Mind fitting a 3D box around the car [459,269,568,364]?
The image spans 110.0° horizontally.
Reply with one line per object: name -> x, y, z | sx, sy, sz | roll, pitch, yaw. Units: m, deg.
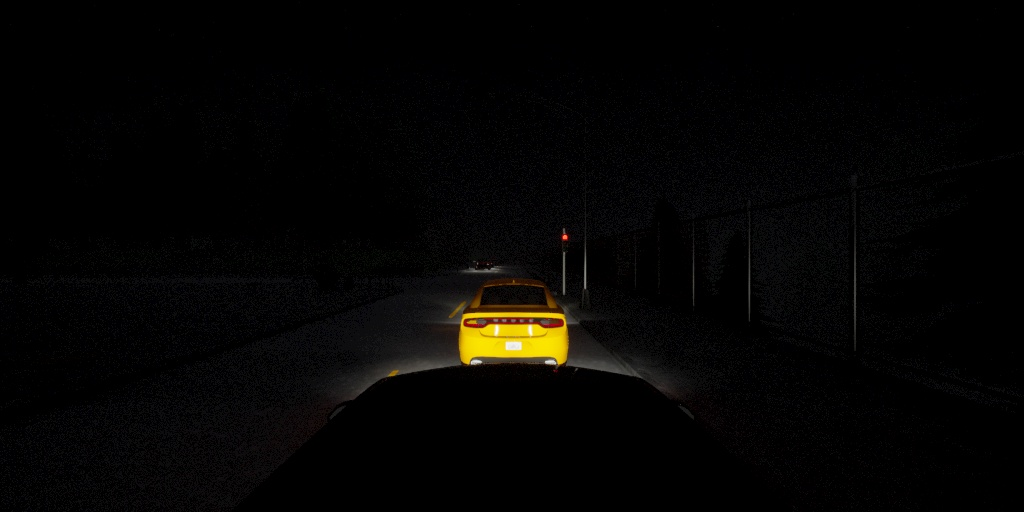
car -> 0.043, 1.228, 7.979 | 1.882, 1.535, 5.008 | 0, 0, 0

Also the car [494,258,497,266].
car -> -4.108, 1.351, 62.224 | 1.895, 1.301, 4.718 | 0, 0, 0

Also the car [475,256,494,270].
car -> -4.122, 1.102, 51.948 | 2.097, 1.767, 4.553 | 0, 0, 0
